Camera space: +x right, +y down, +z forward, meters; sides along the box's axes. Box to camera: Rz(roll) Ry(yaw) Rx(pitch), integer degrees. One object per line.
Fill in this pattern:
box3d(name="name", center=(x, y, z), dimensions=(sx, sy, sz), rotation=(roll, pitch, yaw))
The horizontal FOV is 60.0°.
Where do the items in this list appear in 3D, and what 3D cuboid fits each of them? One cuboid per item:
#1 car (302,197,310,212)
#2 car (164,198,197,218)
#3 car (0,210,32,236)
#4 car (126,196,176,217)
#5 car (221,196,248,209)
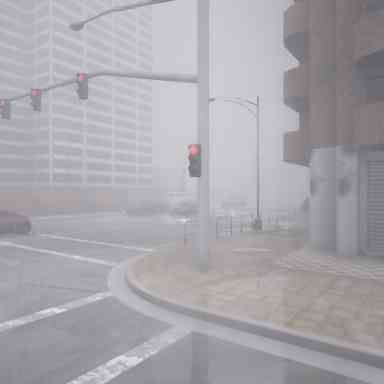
box3d(name="car", center=(14.413, 1.352, 38.755), dimensions=(2.097, 1.767, 4.553), rotation=(0, 0, 35))
box3d(name="car", center=(-0.177, 1.525, 30.543), dimensions=(1.812, 1.442, 4.674), rotation=(0, 0, 35))
box3d(name="car", center=(-10.197, 1.564, 16.393), dimensions=(1.994, 1.385, 4.181), rotation=(0, 0, 35))
box3d(name="car", center=(-3.988, 1.477, 31.238), dimensions=(1.882, 1.535, 5.008), rotation=(0, 0, 35))
box3d(name="car", center=(5.724, 1.274, 44.825), dimensions=(2.097, 1.767, 4.553), rotation=(0, 0, 35))
